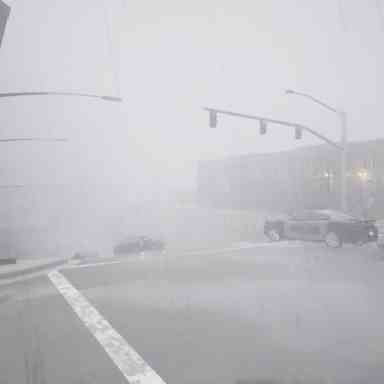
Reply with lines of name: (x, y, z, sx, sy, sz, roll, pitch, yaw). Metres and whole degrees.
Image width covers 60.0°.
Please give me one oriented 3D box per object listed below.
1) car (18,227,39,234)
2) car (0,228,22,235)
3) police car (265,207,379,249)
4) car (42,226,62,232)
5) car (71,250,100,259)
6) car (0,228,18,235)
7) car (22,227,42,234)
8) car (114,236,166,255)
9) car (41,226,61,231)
car: (-39.923, 9.295, 81.224, 1.853, 1.218, 4.536, 0, 0, 21)
car: (-43.819, 9.453, 78.687, 4.974, 1.542, 2.038, 0, 0, 11)
police car: (5.454, 1.486, 14.901, 1.930, 1.638, 5.238, 0, -2, -33)
car: (-35.842, 9.453, 84.728, 4.974, 1.542, 2.038, 0, 0, -4)
car: (-10.627, 6.550, 33.095, 1.882, 1.535, 5.008, 0, -14, -33)
car: (-43.870, 9.295, 78.696, 4.536, 1.218, 1.853, 0, 0, 11)
car: (-39.941, 9.453, 81.175, 2.038, 1.542, 4.974, 0, 0, 21)
car: (-3.556, 3.611, 22.119, 1.895, 1.301, 4.718, -1, -12, -33)
car: (-35.894, 9.295, 84.724, 4.536, 1.218, 1.853, 0, 0, -4)
